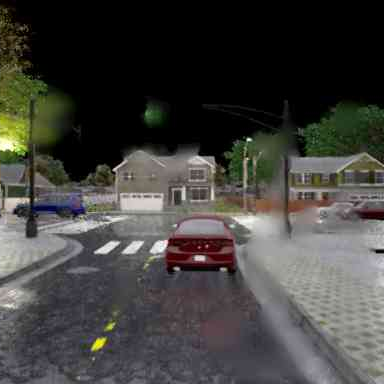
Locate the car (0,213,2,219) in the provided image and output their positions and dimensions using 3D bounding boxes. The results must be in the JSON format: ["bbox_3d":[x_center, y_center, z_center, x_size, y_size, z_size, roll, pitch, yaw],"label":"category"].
[{"bbox_3d":[-15.871,1.446,23.557,4.181,1.385,1.994,0,-1,1],"label":"car"}]

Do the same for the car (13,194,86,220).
[{"bbox_3d":[-11.562,1.177,27.255,5.566,2.045,2.150,0,-1,-1],"label":"car"}]

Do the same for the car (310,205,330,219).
[{"bbox_3d":[12.975,1.668,29.646,4.674,1.442,1.812,0,-1,1],"label":"car"}]

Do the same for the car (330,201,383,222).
[{"bbox_3d":[13.863,1.460,26.377,4.553,1.767,2.097,0,-1,1],"label":"car"}]

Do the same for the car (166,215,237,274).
[{"bbox_3d":[0.373,1.476,10.614,1.882,1.535,5.008,0,0,4],"label":"car"}]
